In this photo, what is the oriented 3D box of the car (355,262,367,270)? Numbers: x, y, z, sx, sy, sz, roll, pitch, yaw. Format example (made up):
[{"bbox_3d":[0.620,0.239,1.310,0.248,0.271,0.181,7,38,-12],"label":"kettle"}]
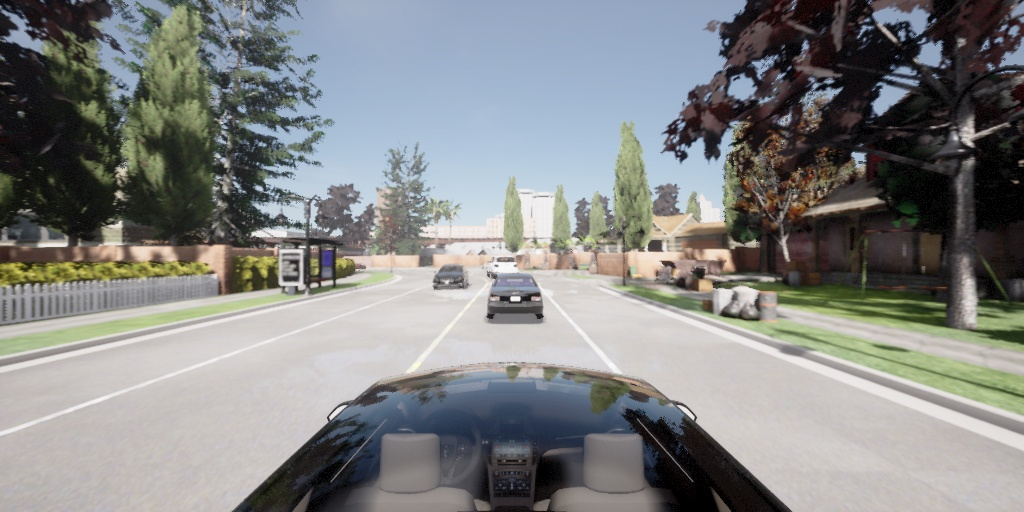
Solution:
[{"bbox_3d":[-25.322,1.596,57.487,4.181,1.385,1.994,-1,-1,26],"label":"car"}]

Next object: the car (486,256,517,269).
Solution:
[{"bbox_3d":[-1.004,0.991,32.517,2.150,2.045,5.566,0,0,-11],"label":"car"}]

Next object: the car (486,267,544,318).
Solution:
[{"bbox_3d":[0.100,1.302,13.009,2.033,1.411,5.357,0,0,0],"label":"car"}]

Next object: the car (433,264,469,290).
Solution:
[{"bbox_3d":[-3.747,1.263,22.641,1.837,1.490,4.892,0,0,-2],"label":"car"}]
